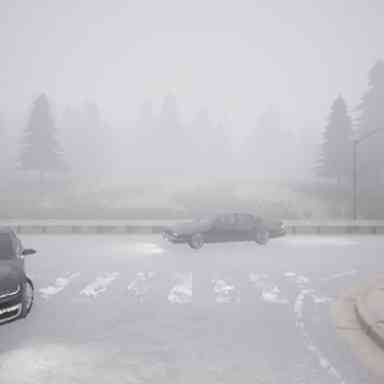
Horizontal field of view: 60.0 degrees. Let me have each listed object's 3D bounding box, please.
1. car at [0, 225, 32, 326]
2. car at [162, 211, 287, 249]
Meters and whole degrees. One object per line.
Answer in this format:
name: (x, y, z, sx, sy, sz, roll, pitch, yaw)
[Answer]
car: (-4.456, 1.504, 6.833, 1.837, 1.490, 4.892, 0, 0, -28)
car: (1.459, 1.547, 14.474, 5.357, 1.411, 2.033, 0, 0, -20)
